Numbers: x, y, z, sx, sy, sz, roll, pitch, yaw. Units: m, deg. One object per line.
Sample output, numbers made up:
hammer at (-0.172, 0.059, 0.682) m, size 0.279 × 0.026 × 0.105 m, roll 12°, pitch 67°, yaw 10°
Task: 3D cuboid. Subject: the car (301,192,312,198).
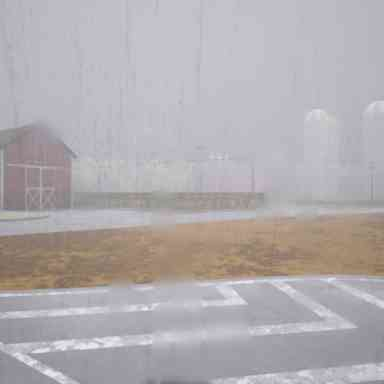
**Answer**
car at (30.011, 1.594, 86.894) m, size 2.242 × 1.667 × 4.611 m, roll 0°, pitch 0°, yaw 35°
